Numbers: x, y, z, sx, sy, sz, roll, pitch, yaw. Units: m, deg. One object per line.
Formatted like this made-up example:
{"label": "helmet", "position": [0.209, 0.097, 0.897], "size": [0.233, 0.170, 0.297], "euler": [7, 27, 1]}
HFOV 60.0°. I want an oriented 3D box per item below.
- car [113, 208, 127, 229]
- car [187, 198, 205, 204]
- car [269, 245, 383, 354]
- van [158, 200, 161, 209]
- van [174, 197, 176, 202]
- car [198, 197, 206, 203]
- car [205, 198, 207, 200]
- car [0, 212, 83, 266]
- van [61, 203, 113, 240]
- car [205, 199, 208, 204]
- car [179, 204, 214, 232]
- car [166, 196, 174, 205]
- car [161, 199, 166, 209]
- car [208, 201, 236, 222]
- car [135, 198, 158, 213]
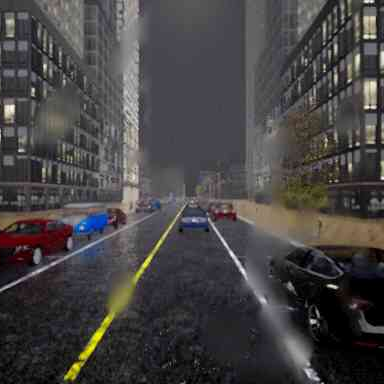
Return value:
{"label": "car", "position": [-5.675, 1.760, 23.301], "size": [1.802, 1.307, 4.206], "euler": [0, 0, 0]}
{"label": "car", "position": [0.121, 1.792, 39.906], "size": [2.128, 1.511, 4.902], "euler": [0, 0, 0]}
{"label": "car", "position": [2.697, 1.615, 6.207], "size": [1.947, 1.339, 4.313], "euler": [0, 0, 0]}
{"label": "van", "position": [-5.661, 1.686, 46.071], "size": [1.690, 1.788, 3.998], "euler": [0, 0, 0]}
{"label": "van", "position": [-5.639, 1.969, 85.914], "size": [1.690, 1.788, 3.998], "euler": [0, 0, 0]}
{"label": "car", "position": [2.743, 2.219, 91.583], "size": [2.008, 1.369, 4.403], "euler": [0, 0, 0]}
{"label": "car", "position": [2.719, 1.872, 46.220], "size": [1.752, 1.417, 4.829], "euler": [0, 0, 0]}
{"label": "car", "position": [-5.681, 1.637, 11.916], "size": [1.887, 1.381, 4.507], "euler": [0, 0, 0]}
{"label": "van", "position": [-5.677, 1.477, 17.611], "size": [1.690, 1.788, 3.998], "euler": [0, 0, 0]}
{"label": "car", "position": [2.715, 1.886, 40.357], "size": [1.802, 1.307, 4.206], "euler": [0, 0, 0]}
{"label": "car", "position": [0.112, 1.713, 21.582], "size": [2.033, 1.411, 5.357], "euler": [0, 0, 0]}
{"label": "car", "position": [-5.647, 2.073, 74.358], "size": [1.752, 1.417, 4.829], "euler": [0, 0, 0]}
{"label": "car", "position": [-5.659, 1.952, 51.761], "size": [1.947, 1.339, 4.313], "euler": [0, 0, 0]}
{"label": "car", "position": [2.710, 1.661, 28.974], "size": [1.967, 1.590, 4.097], "euler": [0, 0, 0]}
{"label": "car", "position": [-5.665, 1.744, 40.377], "size": [1.967, 1.590, 4.097], "euler": [0, 0, 0]}
